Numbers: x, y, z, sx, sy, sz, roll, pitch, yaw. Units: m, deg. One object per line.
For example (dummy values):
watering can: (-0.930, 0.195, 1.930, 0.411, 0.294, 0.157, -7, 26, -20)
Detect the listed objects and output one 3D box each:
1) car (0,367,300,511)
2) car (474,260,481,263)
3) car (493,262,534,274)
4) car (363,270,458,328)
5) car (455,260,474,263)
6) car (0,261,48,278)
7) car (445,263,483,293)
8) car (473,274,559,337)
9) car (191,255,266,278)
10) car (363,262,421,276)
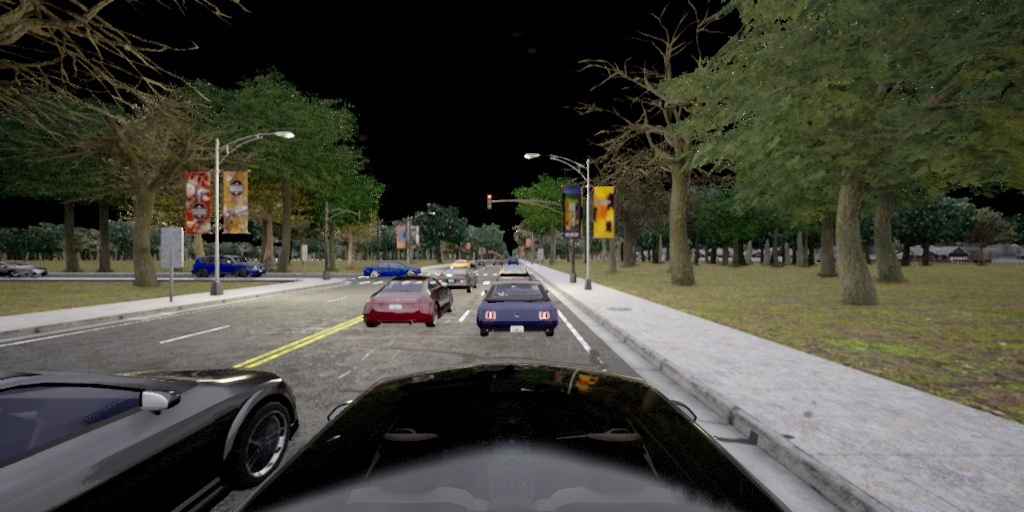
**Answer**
car: (-3.151, 1.313, 1.933, 1.994, 1.385, 4.181, 0, 0, 0)
car: (-6.389, 1.413, 55.744, 1.895, 1.301, 4.718, 0, 0, 0)
car: (0.143, 1.258, 19.513, 2.128, 1.511, 4.902, 0, 0, 1)
car: (-3.109, 1.322, 11.497, 1.994, 1.385, 4.181, 0, 0, -1)
car: (-6.439, 1.275, 45.539, 1.882, 1.535, 5.008, 0, 0, 0)
car: (-44.256, 1.225, 31.746, 4.902, 1.511, 2.128, 0, 0, 0)
car: (-3.082, 1.315, 20.738, 2.033, 1.411, 5.357, 0, 0, 0)
car: (0.129, 1.358, 10.259, 1.895, 1.301, 4.718, 0, 0, 0)
car: (-24.941, 0.972, 31.642, 5.566, 2.045, 2.150, 0, 0, 0)
car: (-10.830, 1.256, 32.593, 5.008, 1.535, 1.882, 0, 0, -12)
